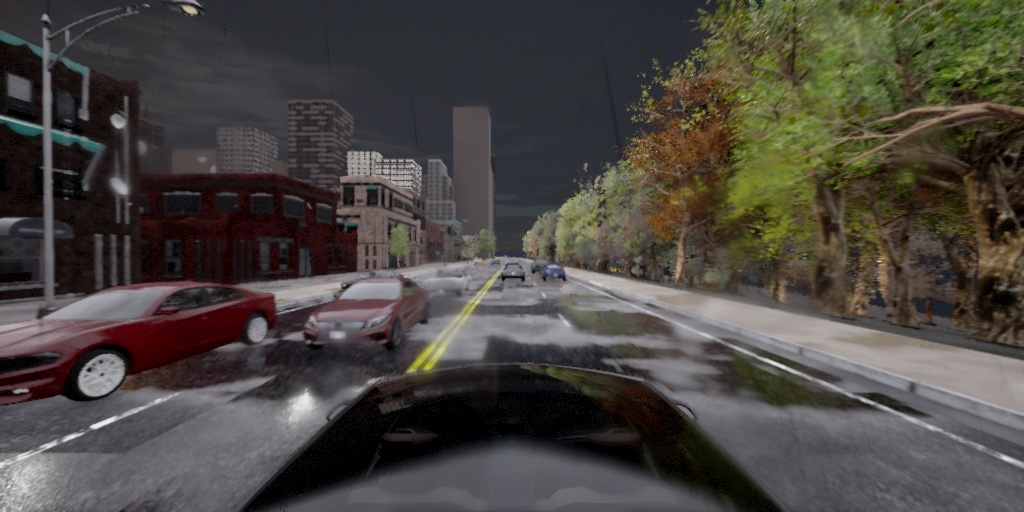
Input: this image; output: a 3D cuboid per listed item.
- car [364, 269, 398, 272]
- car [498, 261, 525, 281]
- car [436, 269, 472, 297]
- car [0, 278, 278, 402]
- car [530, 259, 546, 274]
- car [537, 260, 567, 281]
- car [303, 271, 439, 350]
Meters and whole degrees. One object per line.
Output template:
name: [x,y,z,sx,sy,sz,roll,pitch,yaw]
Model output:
car: [-6.594,1.356,17.773,1.895,1.301,4.718,0,0,0]
car: [0.095,1.322,30.228,1.994,1.385,4.181,0,0,0]
car: [-3.342,1.356,19.185,1.895,1.301,4.718,0,0,0]
car: [-6.601,1.229,6.590,1.882,1.535,5.008,0,0,0]
car: [3.284,1.111,42.206,2.097,1.767,4.553,0,0,0]
car: [3.347,1.284,29.840,1.812,1.442,4.674,0,0,0]
car: [-3.353,1.278,9.259,1.812,1.442,4.674,0,0,0]
